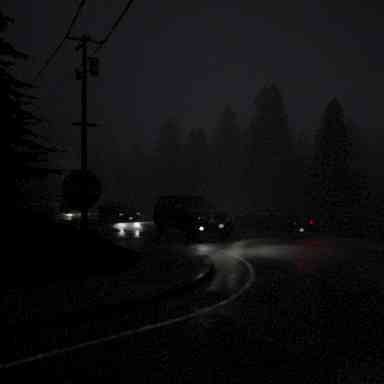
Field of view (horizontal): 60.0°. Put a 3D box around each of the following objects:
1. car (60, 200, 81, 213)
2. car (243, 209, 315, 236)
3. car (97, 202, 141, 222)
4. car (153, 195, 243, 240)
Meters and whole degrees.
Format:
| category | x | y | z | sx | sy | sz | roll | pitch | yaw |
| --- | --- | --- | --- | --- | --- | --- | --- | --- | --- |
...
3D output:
| category | x | y | z | sx | sy | sz | roll | pitch | yaw |
| --- | --- | --- | --- | --- | --- | --- | --- | --- | --- |
| car | -13.480 | 1.447 | 37.439 | 1.882 | 1.535 | 5.008 | 0 | 0 | -34 |
| car | 4.115 | 1.562 | 18.117 | 1.895 | 1.301 | 4.718 | 0 | 0 | -35 |
| car | -5.896 | 1.510 | 26.276 | 2.033 | 1.411 | 5.357 | 0 | 0 | -34 |
| car | -0.125 | 1.184 | 17.373 | 2.150 | 2.045 | 5.566 | 0 | 0 | -32 |
